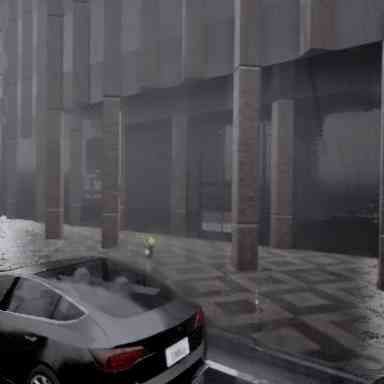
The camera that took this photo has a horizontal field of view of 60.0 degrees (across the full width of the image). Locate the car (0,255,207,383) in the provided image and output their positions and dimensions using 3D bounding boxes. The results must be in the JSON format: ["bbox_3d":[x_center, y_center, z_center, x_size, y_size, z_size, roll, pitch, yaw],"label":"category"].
[{"bbox_3d":[-1.827,1.538,4.377,4.313,1.339,1.947,1,1,36],"label":"car"}]

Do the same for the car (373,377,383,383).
[{"bbox_3d":[2.749,1.578,1.109,4.313,1.339,1.947,1,1,36],"label":"car"}]
